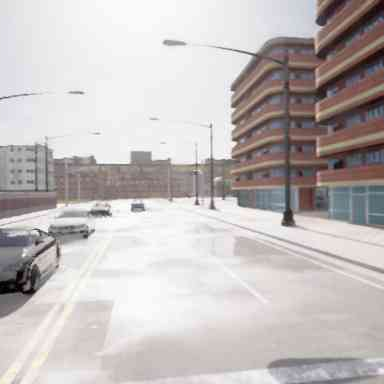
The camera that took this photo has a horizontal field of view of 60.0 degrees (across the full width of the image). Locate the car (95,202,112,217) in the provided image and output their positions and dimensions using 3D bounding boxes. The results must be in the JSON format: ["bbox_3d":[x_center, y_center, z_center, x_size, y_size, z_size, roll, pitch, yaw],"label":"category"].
[{"bbox_3d":[-9.102,1.736,33.740,2.033,1.411,5.357,-1,0,-10],"label":"car"}]

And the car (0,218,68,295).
[{"bbox_3d":[-4.767,1.644,8.663,1.994,1.385,4.181,-1,0,-10],"label":"car"}]

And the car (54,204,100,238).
[{"bbox_3d":[-6.451,1.648,18.323,1.812,1.442,4.674,-1,0,-9],"label":"car"}]

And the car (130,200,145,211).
[{"bbox_3d":[-7.224,1.734,44.376,2.033,1.411,5.357,-1,0,-9],"label":"car"}]
